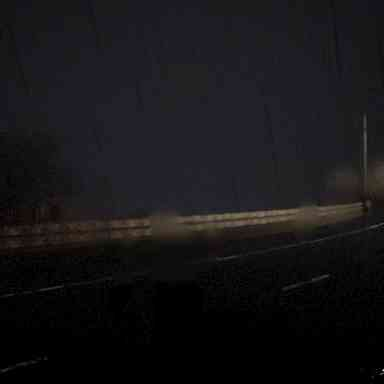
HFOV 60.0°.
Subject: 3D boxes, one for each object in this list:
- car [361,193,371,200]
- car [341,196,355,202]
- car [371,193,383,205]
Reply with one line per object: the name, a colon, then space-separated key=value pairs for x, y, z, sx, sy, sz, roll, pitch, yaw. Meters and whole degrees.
car: x=38.936 y=1.237 z=73.616 sx=2.150 sy=2.045 sz=5.566 roll=0 pitch=0 yaw=8
car: x=40.374 y=1.706 z=86.145 sx=1.882 sy=1.535 sz=5.008 roll=0 pitch=0 yaw=2
car: x=36.660 y=1.360 z=63.625 sx=2.150 sy=2.045 sz=5.566 roll=0 pitch=0 yaw=13
